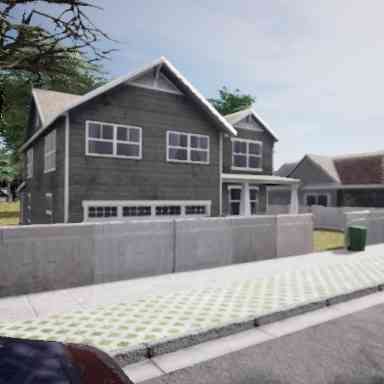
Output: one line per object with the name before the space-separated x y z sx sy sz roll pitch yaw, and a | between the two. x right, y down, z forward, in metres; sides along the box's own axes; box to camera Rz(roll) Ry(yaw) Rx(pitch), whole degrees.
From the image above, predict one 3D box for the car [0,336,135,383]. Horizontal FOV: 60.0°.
car | -2.170 1.572 1.487 4.181 1.385 1.994 1 -1 -33
